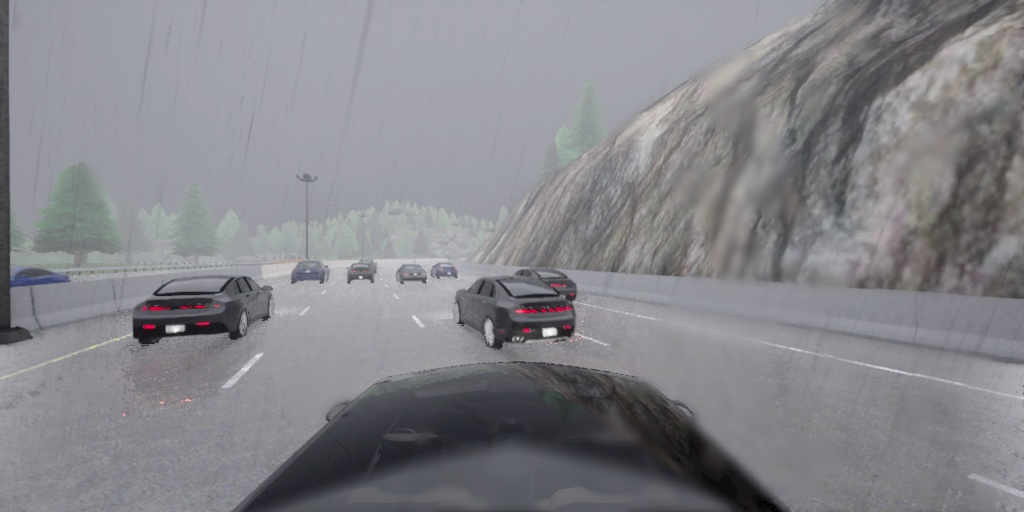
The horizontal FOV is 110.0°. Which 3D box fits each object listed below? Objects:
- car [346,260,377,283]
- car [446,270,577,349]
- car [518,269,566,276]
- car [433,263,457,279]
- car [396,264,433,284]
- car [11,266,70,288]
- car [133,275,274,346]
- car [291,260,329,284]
[{"bbox_3d":[-11.927,1.285,28.355,1.837,1.490,4.892,0,0,-22],"label":"car"},{"bbox_3d":[-0.189,1.268,9.377,1.837,1.490,4.892,0,0,-23],"label":"car"},{"bbox_3d":[0.971,1.280,15.637,1.837,1.490,4.892,0,0,-23],"label":"car"},{"bbox_3d":[-6.287,1.321,33.090,1.812,1.442,4.674,0,0,-22],"label":"car"},{"bbox_3d":[-7.701,1.331,27.232,2.033,1.411,5.357,0,0,-22],"label":"car"},{"bbox_3d":[-21.976,1.222,15.539,1.882,1.535,5.008,0,0,-23],"label":"car"},{"bbox_3d":[-7.897,1.257,9.643,1.837,1.490,4.892,0,0,-23],"label":"car"},{"bbox_3d":[-15.400,1.125,27.603,2.097,1.767,4.553,0,0,-22],"label":"car"}]
